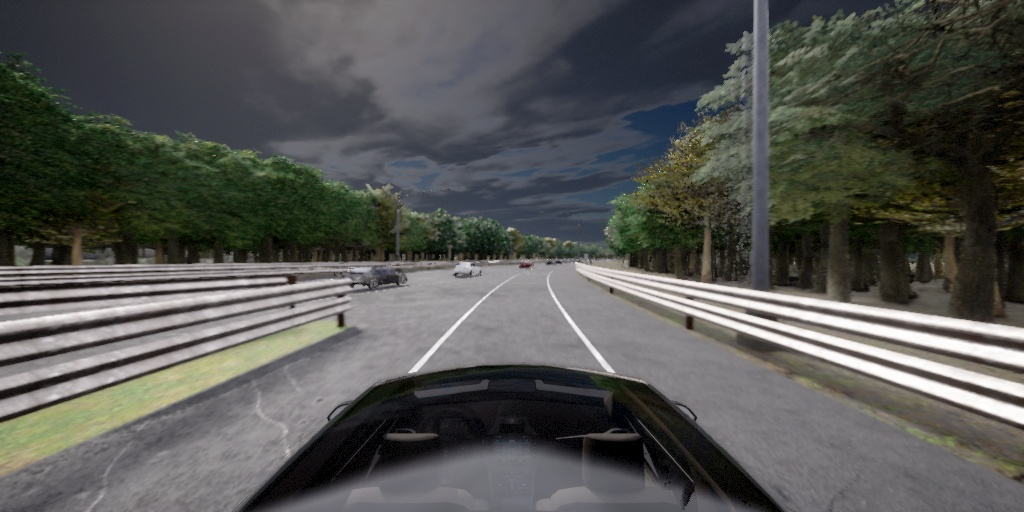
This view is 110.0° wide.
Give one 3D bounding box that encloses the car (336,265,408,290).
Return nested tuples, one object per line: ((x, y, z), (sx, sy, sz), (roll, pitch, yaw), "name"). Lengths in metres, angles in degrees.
((-8.710, 1.301, 22.742), (2.033, 1.411, 5.357), (0, 0, 15), "car")

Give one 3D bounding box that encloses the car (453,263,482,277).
((-4.698, 1.411, 38.147), (1.812, 1.442, 4.674), (0, 0, 15), "car")
